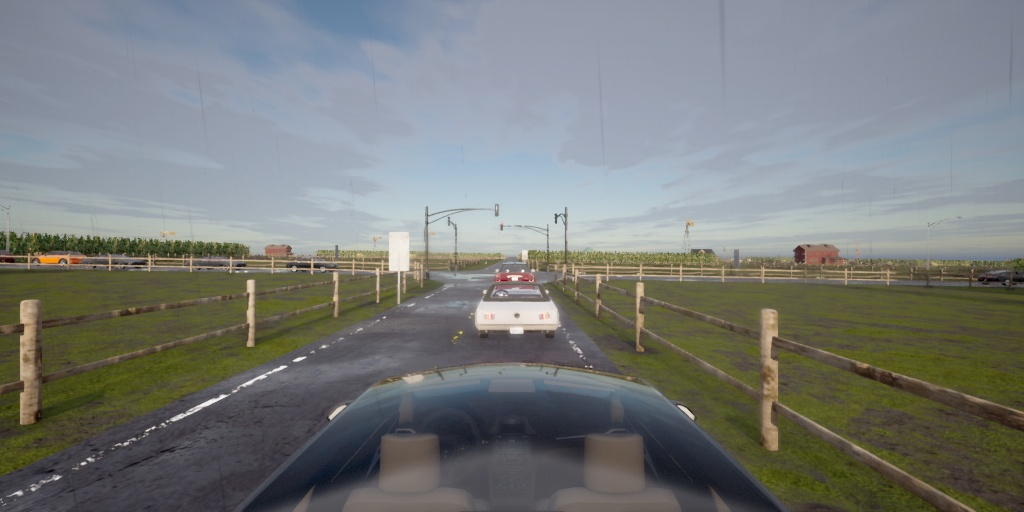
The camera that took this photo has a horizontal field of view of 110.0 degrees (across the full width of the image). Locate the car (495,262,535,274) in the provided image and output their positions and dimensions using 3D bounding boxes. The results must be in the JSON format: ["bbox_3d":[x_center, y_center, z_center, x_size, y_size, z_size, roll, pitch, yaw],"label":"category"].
[{"bbox_3d":[0.164,1.103,19.087,2.097,1.767,4.553,0,0,1],"label":"car"}]

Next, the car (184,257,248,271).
[{"bbox_3d":[-30.237,0.759,36.701,5.357,1.411,2.033,1,0,0],"label":"car"}]

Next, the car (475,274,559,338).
[{"bbox_3d":[0.117,1.351,10.098,1.895,1.301,4.718,0,0,0],"label":"car"}]

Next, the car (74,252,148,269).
[{"bbox_3d":[-40.759,0.570,36.729,5.357,1.411,2.033,1,0,1],"label":"car"}]

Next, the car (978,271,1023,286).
[{"bbox_3d":[50.689,2.257,36.522,4.892,1.490,1.837,1,0,0],"label":"car"}]

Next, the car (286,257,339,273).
[{"bbox_3d":[-20.348,0.896,36.674,4.892,1.490,1.837,1,0,0],"label":"car"}]
